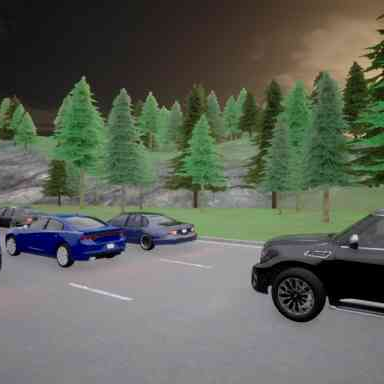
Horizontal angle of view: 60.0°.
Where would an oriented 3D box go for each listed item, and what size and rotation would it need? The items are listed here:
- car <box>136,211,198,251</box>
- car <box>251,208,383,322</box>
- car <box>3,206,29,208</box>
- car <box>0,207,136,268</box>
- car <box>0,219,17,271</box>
[{"bbox_3d":[-2.342,1.547,14.232,5.357,1.411,2.033,0,0,35],"label":"car"},{"bbox_3d":[3.813,1.221,5.574,5.566,2.045,2.150,0,0,35],"label":"car"},{"bbox_3d":[-10.572,1.547,20.034,5.357,1.411,2.033,0,0,35],"label":"car"},{"bbox_3d":[-4.464,1.478,11.445,5.008,1.535,1.882,0,0,35],"label":"car"},{"bbox_3d":[-6.915,1.505,8.895,4.892,1.490,1.837,0,0,36],"label":"car"}]
